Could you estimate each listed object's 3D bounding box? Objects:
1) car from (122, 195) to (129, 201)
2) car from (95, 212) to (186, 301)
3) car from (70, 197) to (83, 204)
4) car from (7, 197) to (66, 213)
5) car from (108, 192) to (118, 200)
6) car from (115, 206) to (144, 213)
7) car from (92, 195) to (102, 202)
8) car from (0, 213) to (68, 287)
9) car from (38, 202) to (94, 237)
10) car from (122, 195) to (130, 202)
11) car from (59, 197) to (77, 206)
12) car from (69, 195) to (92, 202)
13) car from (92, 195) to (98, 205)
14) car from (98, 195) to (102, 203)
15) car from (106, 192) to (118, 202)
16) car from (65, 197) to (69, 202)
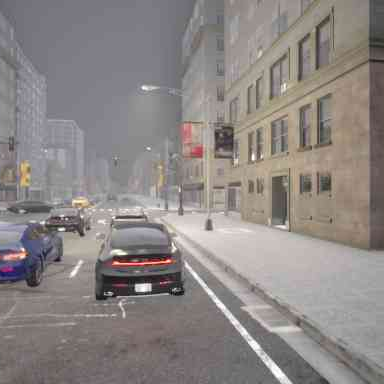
[{"bbox_3d":[-17.907,1.503,89.816,1.882,1.535,5.008,0,0,-11],"label":"car"},{"bbox_3d":[-1.369,1.506,8.470,1.837,1.490,4.892,0,0,-11],"label":"car"},{"bbox_3d":[-23.362,1.620,67.586,1.895,1.301,4.718,0,0,-11],"label":"car"},{"bbox_3d":[-15.629,1.514,33.185,4.892,1.490,1.837,2,0,-38],"label":"car"},{"bbox_3d":[-20.852,1.119,87.980,2.150,2.045,5.566,0,0,-11],"label":"car"},{"bbox_3d":[-3.311,1.496,17.591,2.128,1.511,4.902,0,0,-11],"label":"car"},{"bbox_3d":[-22.057,1.500,77.531,1.837,1.490,4.892,0,0,-11],"label":"car"},{"bbox_3d":[-4.793,1.528,9.032,1.812,1.442,4.674,0,0,-11],"label":"car"},{"bbox_3d":[-6.606,1.510,17.998,1.837,1.490,4.892,0,0,-11],"label":"car"},{"bbox_3d":[-15.928,1.620,80.021,1.895,1.301,4.718,0,0,-11],"label":"car"},{"bbox_3d":[-21.437,1.571,57.745,2.033,1.411,5.357,0,0,-11],"label":"car"},{"bbox_3d":[-16.372,1.498,48.952,1.882,1.535,5.008,0,0,-11],"label":"car"},{"bbox_3d":[-18.175,1.375,58.038,2.097,1.767,4.553,0,0,-12],"label":"car"},{"bbox_3d":[-20.059,1.578,67.648,1.994,1.385,4.181,0,0,-11],"label":"car"},{"bbox_3d":[-18.788,1.246,77.767,2.150,2.045,5.566,0,0,-11],"label":"car"},{"bbox_3d":[-19.583,1.512,48.176,2.128,1.511,4.902,0,0,-14],"label":"car"}]
